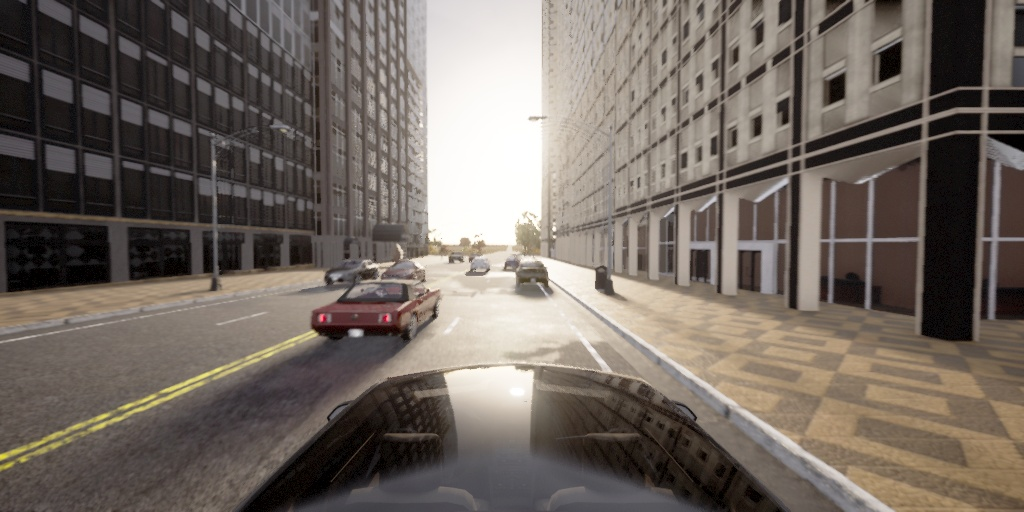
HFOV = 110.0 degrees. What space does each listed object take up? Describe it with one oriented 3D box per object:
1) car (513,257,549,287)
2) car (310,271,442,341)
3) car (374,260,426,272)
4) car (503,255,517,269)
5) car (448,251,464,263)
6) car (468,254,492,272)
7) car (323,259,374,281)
[{"bbox_3d":[1.143,0.998,21.597,1.837,1.490,4.892,0,1,0],"label":"car"},{"bbox_3d":[-3.148,1.252,9.477,1.895,1.301,4.718,0,1,0],"label":"car"},{"bbox_3d":[-6.587,1.011,22.211,1.812,1.442,4.674,0,1,0],"label":"car"},{"bbox_3d":[0.026,0.756,41.488,1.812,1.442,4.674,0,1,0],"label":"car"},{"bbox_3d":[-9.748,0.173,63.092,2.150,2.045,5.566,0,1,0],"label":"car"},{"bbox_3d":[-3.139,0.826,36.256,1.812,1.442,4.674,0,1,0],"label":"car"},{"bbox_3d":[-9.836,0.974,22.404,2.128,1.511,4.902,0,1,0],"label":"car"}]
